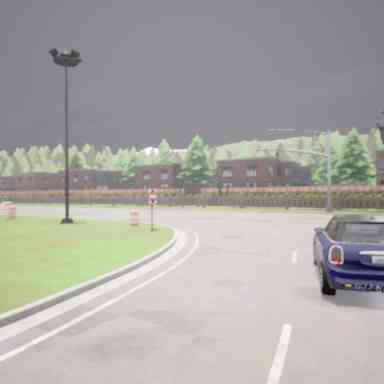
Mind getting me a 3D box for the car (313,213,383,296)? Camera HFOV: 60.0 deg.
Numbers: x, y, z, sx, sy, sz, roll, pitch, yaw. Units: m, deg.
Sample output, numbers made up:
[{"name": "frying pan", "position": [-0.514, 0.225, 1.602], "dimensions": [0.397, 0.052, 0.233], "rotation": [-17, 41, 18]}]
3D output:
[{"name": "car", "position": [4.279, 1.326, 8.441], "dimensions": [2.097, 1.767, 4.553], "rotation": [0, 0, 18]}]
